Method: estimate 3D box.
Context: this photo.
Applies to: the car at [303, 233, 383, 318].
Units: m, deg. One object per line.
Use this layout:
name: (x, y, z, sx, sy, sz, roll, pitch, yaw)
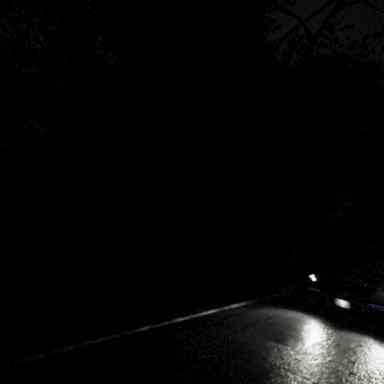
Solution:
car: (4.833, 1.630, 7.386, 5.357, 1.411, 2.033, 2, -1, -35)
